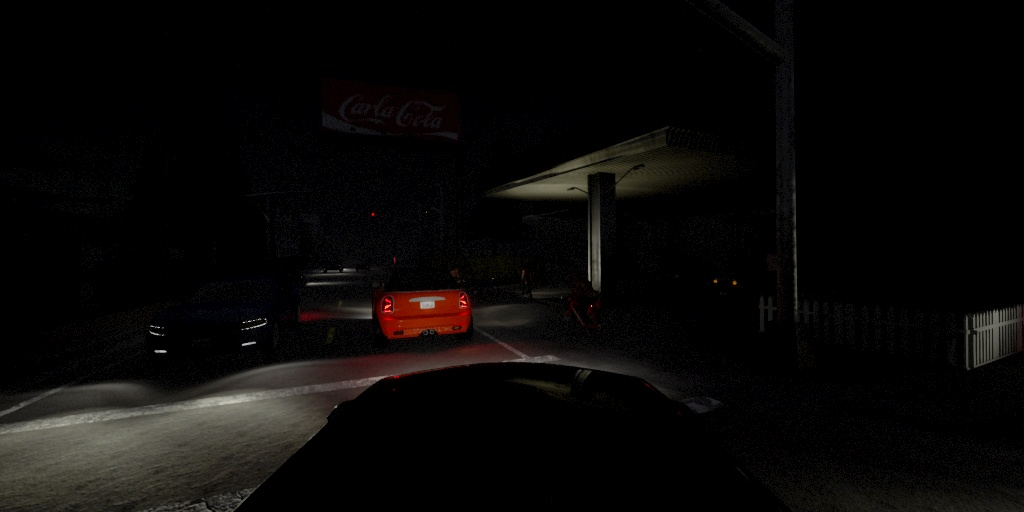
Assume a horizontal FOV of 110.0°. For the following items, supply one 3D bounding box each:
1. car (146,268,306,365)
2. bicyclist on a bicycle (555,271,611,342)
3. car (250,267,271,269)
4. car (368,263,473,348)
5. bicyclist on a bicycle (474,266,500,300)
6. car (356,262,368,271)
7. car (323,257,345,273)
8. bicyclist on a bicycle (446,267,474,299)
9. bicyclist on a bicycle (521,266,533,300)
[{"bbox_3d":[-6.274,1.210,8.381,1.882,1.535,5.008,0,0,-23],"label":"car"},{"bbox_3d":[1.687,1.198,8.683,0.582,1.620,1.656,3,-2,-43],"label":"bicyclist on a bicycle"},{"bbox_3d":[-18.965,1.577,27.462,5.357,1.411,2.033,-2,1,-24],"label":"car"},{"bbox_3d":[-2.563,1.052,9.459,2.097,1.767,4.553,0,0,-22],"label":"car"},{"bbox_3d":[-1.356,1.336,17.770,1.656,1.620,0.582,0,0,-21],"label":"bicyclist on a bicycle"},{"bbox_3d":[-22.738,1.552,54.547,1.895,1.301,4.718,0,0,-24],"label":"car"},{"bbox_3d":[-23.808,1.173,47.775,2.150,2.045,5.566,0,0,-25],"label":"car"},{"bbox_3d":[-2.660,1.310,16.386,1.656,1.620,0.582,1,0,37],"label":"bicyclist on a bicycle"},{"bbox_3d":[0.753,1.326,17.890,0.582,1.620,1.656,-1,0,16],"label":"bicyclist on a bicycle"}]
